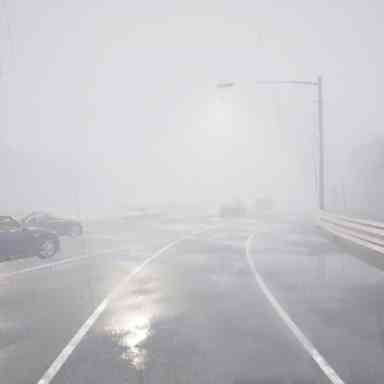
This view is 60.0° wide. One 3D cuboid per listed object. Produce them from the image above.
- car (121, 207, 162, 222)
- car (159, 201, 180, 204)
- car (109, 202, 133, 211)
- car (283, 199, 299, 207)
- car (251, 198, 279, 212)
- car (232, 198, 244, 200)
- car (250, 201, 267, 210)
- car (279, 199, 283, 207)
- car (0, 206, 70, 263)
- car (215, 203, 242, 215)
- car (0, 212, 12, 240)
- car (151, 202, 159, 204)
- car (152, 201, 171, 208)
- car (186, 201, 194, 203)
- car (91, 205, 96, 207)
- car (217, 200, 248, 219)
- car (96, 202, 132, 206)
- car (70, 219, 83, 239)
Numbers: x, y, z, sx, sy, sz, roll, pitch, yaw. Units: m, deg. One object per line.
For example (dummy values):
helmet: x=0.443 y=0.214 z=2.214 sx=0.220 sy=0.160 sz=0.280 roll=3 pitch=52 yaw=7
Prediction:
car: x=-4.748 y=2.136 z=32.111 sx=1.895 sy=1.301 sz=4.718 roll=-1 pitch=-1 yaw=24
car: x=-3.511 y=2.397 z=60.472 sx=2.097 sy=1.767 sz=4.553 roll=-1 pitch=-1 yaw=25
car: x=-13.487 y=2.682 z=63.827 sx=1.882 sy=1.535 sz=5.008 roll=-1 pitch=-1 yaw=24
car: x=22.503 y=2.635 z=75.721 sx=1.994 sy=1.385 sz=4.181 roll=-1 pitch=-1 yaw=24
car: x=11.100 y=1.935 z=50.223 sx=2.150 sy=2.045 sz=5.566 roll=-1 pitch=-1 yaw=24
car: x=8.807 y=2.179 z=62.227 sx=2.150 sy=2.045 sz=5.566 roll=-1 pitch=-1 yaw=24
car: x=12.386 y=2.390 z=61.647 sx=1.882 sy=1.535 sz=5.008 roll=-1 pitch=-1 yaw=24
car: x=18.888 y=2.481 z=76.215 sx=2.097 sy=1.767 sz=4.553 roll=-1 pitch=-1 yaw=24
car: x=-6.629 y=1.515 z=10.969 sx=2.097 sy=1.767 sz=4.553 roll=-1 pitch=-1 yaw=24
car: x=5.019 y=2.228 z=45.223 sx=2.033 sy=1.411 sz=5.357 roll=-1 pitch=-1 yaw=24
car: x=-11.757 y=1.845 z=16.612 sx=1.812 sy=1.442 sz=4.674 roll=-1 pitch=-1 yaw=24
car: x=-6.826 y=2.661 z=61.611 sx=1.994 sy=1.385 sz=4.181 roll=-1 pitch=-1 yaw=25
car: x=-7.088 y=2.921 z=78.108 sx=2.033 sy=1.411 sz=5.357 roll=-1 pitch=-1 yaw=24
car: x=-0.442 y=2.799 z=75.825 sx=1.837 sy=1.490 sz=4.892 roll=-1 pitch=-1 yaw=24
car: x=-13.338 y=2.462 z=47.270 sx=1.994 sy=1.385 sz=4.181 roll=-1 pitch=-1 yaw=25
car: x=4.507 y=1.987 z=35.596 sx=1.882 sy=1.535 sz=5.008 roll=-1 pitch=-1 yaw=24
car: x=-10.374 y=2.187 z=45.350 sx=2.097 sy=1.767 sz=4.553 roll=-1 pitch=-1 yaw=25
car: x=-7.737 y=1.778 z=17.006 sx=2.128 sy=1.511 sz=4.902 roll=-1 pitch=-1 yaw=24
